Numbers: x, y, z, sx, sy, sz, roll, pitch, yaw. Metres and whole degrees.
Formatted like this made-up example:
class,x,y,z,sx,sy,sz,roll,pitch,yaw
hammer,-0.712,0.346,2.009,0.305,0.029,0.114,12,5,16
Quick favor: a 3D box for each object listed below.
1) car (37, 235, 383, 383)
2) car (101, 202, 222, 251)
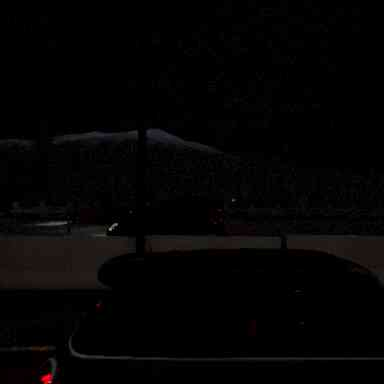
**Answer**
class,x,y,z,sx,sy,sz,roll,pitch,yaw
car,1.050,1.352,3.032,4.553,1.767,2.097,0,0,-2
car,-1.175,1.343,13.662,4.553,1.767,2.097,0,0,-2
